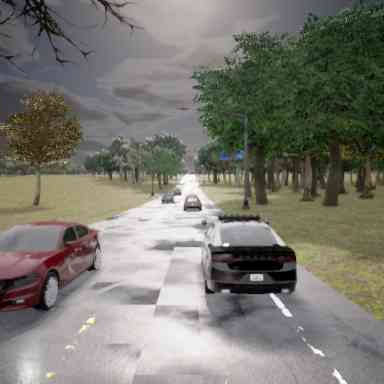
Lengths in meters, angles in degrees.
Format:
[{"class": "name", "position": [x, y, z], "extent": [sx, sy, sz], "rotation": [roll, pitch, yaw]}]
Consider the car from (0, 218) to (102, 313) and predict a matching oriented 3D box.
[{"class": "car", "position": [-3.598, 1.463, 7.953], "extent": [1.882, 1.535, 5.008], "rotation": [0, 0, 0]}]

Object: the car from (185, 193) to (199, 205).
[{"class": "car", "position": [0.034, 0.971, 46.989], "extent": [1.882, 1.535, 5.008], "rotation": [0, 1, 1]}]

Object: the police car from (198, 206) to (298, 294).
[{"class": "police car", "position": [1.226, 1.408, 8.878], "extent": [1.930, 1.638, 5.238], "rotation": [0, 0, 0]}]

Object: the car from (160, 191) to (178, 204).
[{"class": "car", "position": [-3.583, 0.940, 49.976], "extent": [1.837, 1.490, 4.892], "rotation": [0, 1, 0]}]

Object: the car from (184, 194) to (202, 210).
[{"class": "car", "position": [0.076, 1.250, 37.031], "extent": [1.994, 1.385, 4.181], "rotation": [0, 1, 0]}]

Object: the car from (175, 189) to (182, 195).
[{"class": "car", "position": [-3.487, -0.023, 81.710], "extent": [1.837, 1.490, 4.892], "rotation": [0, 2, 0]}]
